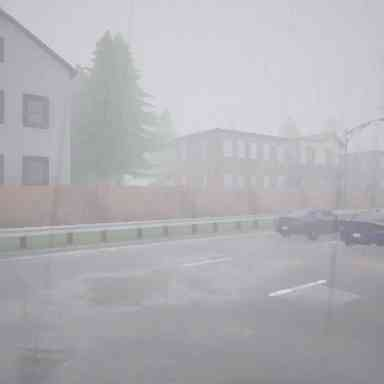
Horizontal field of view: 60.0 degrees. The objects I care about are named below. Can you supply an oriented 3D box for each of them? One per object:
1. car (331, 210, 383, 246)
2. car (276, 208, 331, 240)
[{"bbox_3d":[8.269,1.485,14.066,5.008,1.535,1.882,0,0,-35],"label":"car"},{"bbox_3d":[6.236,1.534,16.916,4.674,1.442,1.812,0,0,-35],"label":"car"}]
